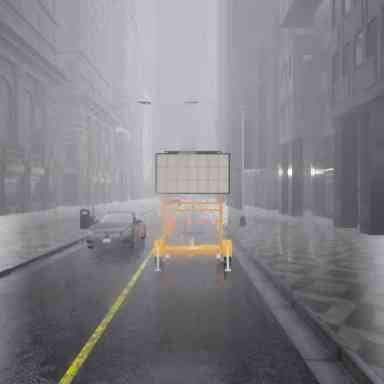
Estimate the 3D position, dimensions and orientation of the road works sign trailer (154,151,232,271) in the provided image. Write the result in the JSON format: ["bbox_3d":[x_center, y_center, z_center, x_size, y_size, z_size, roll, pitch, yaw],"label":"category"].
[{"bbox_3d":[0.024,0.467,10.883,2.380,3.560,2.880,0,0,0],"label":"road works sign trailer"}]

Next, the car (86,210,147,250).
[{"bbox_3d":[-3.102,1.530,14.494,1.812,1.442,4.674,0,0,0],"label":"car"}]

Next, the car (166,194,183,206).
[{"bbox_3d":[-3.034,1.271,55.484,2.150,2.045,5.566,0,0,0],"label":"car"}]
